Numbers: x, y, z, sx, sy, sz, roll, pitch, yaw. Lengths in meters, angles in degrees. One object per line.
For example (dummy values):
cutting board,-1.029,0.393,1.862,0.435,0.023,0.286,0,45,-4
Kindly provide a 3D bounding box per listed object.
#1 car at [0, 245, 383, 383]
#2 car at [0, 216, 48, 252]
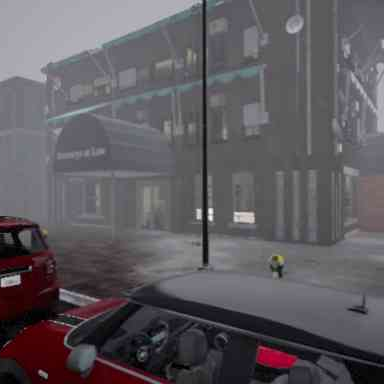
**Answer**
car,0.025,1.448,2.858,4.097,1.590,1.967,0,0,35
car,-4.488,1.350,6.073,5.009,1.841,2.192,0,0,35
